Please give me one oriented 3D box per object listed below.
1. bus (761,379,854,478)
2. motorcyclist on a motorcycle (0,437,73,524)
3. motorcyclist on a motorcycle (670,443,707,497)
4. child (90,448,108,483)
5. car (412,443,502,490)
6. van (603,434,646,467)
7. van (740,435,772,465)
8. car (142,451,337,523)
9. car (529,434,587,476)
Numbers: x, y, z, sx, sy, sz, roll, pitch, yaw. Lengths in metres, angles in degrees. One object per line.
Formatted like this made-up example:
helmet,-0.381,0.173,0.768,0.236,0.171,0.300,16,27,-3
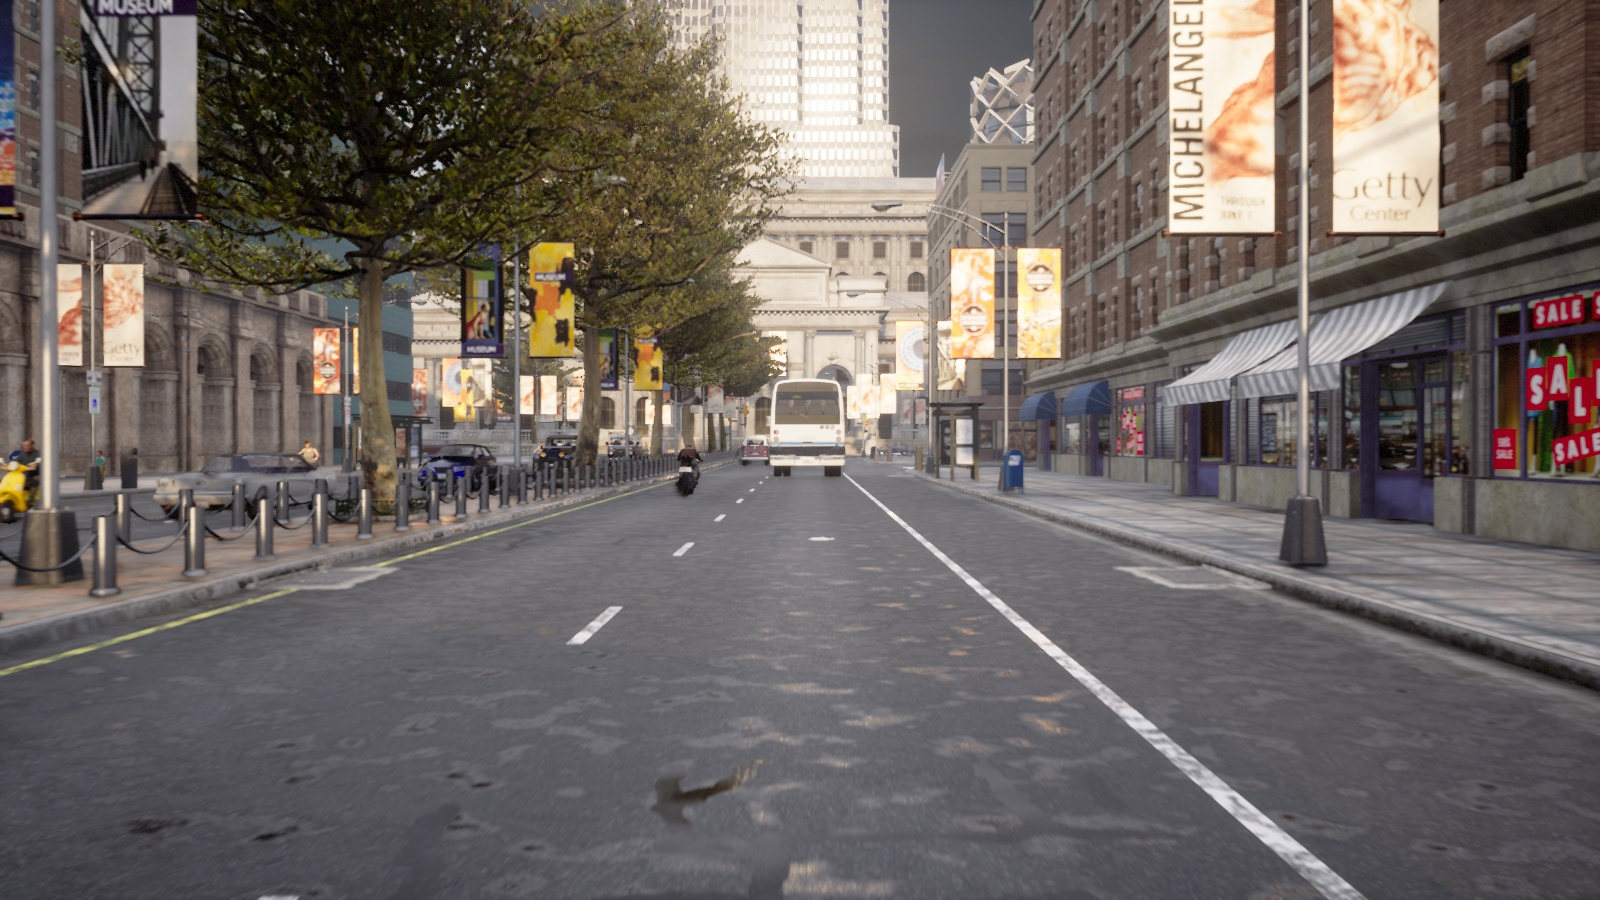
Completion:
bus,0.354,-0.962,58.924,3.944,4.253,10.273,0,0,0
motorcyclist on a motorcycle,-14.849,0.553,23.995,0.866,1.590,1.817,0,0,0
motorcyclist on a motorcycle,-3.275,0.570,37.035,0.866,1.530,2.191,0,0,0
child,-24.042,0.521,43.077,0.343,1.192,0.448,0,0,0
car,-11.250,0.517,41.438,1.816,1.474,4.193,0,0,0
van,-11.035,0.014,79.271,2.069,2.038,4.480,0,0,0
van,-2.995,-0.019,86.366,2.069,2.038,4.480,0,0,0
car,-11.338,0.692,25.821,1.895,1.301,4.718,0,0,0
car,-11.155,0.206,58.102,1.905,1.878,3.866,0,0,0
